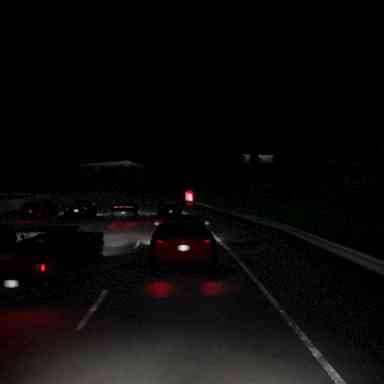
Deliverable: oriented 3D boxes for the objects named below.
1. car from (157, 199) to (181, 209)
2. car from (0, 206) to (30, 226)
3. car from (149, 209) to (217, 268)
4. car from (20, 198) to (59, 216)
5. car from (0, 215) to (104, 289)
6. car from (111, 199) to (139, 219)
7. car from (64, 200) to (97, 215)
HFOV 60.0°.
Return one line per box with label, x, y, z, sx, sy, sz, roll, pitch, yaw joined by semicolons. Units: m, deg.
car;-1.917;1.291;27.662;1.812;1.442;4.674;0;1;-7
car;-7.291;1.422;10.330;2.128;1.511;4.902;0;0;-3
car;-0.325;1.469;11.028;1.994;1.385;4.181;0;1;-3
car;-12.485;1.275;27.449;1.882;1.535;5.008;0;0;-8
car;-3.712;1.534;8.889;1.895;1.301;4.718;0;1;-2
car;-5.276;1.277;26.404;2.128;1.511;4.902;0;1;-7
car;-8.845;1.358;26.630;1.994;1.385;4.181;0;1;-7
